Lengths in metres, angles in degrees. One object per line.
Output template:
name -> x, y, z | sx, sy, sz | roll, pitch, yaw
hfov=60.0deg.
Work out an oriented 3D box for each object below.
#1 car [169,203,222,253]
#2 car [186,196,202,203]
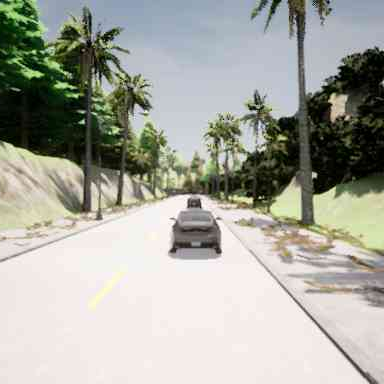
car -> 0.145, 1.442, 13.398 | 1.837, 1.490, 4.892 | 0, 1, 0
car -> 0.279, 1.270, 43.151 | 1.882, 1.535, 5.008 | 0, 0, 0
